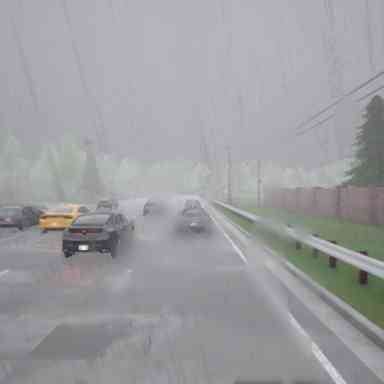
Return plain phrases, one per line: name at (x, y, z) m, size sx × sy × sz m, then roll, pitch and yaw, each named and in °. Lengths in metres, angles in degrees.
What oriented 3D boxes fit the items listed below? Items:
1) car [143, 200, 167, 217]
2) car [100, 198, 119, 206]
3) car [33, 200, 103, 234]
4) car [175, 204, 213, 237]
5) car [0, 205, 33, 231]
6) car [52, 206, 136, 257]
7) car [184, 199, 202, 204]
car at (-3.398, 1.459, 31.208) m, size 2.128 × 1.511 × 4.902 m, roll 0°, pitch 0°, yaw 0°
car at (-10.395, 1.462, 41.282) m, size 1.837 × 1.490 × 4.892 m, roll 0°, pitch 0°, yaw 0°
car at (-6.899, 1.458, 19.138) m, size 1.882 × 1.535 × 5.008 m, roll 0°, pitch 0°, yaw 0°
car at (0.102, 1.545, 18.092) m, size 1.994 × 1.385 × 4.181 m, roll 0°, pitch 0°, yaw 0°
car at (-10.396, 1.526, 20.270) m, size 2.033 × 1.411 × 5.357 m, roll 0°, pitch 0°, yaw 0°
car at (-3.399, 1.492, 12.857) m, size 1.837 × 1.490 × 4.892 m, roll 0°, pitch 0°, yaw 0°
car at (0.103, 1.510, 36.342) m, size 2.033 × 1.411 × 5.357 m, roll 0°, pitch 0°, yaw 0°
